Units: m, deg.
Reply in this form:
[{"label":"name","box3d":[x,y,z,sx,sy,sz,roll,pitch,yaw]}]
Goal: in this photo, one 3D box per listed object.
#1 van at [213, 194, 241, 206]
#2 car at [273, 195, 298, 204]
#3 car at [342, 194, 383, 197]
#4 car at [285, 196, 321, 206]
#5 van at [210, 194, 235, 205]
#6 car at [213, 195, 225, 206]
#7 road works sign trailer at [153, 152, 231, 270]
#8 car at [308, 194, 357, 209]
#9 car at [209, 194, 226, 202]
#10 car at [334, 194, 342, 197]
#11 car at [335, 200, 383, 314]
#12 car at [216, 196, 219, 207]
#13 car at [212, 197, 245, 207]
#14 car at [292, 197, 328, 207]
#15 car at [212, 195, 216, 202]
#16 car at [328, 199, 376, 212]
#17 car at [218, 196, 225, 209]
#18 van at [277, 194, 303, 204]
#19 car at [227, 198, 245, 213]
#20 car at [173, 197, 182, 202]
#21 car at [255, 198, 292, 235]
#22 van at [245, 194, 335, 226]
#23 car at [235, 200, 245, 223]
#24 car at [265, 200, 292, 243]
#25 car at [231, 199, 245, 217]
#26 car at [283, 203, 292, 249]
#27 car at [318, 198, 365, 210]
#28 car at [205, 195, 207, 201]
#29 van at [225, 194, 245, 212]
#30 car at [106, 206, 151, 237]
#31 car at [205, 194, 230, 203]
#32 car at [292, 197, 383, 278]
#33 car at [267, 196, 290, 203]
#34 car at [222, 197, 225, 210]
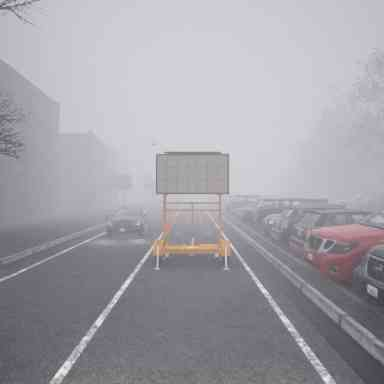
[{"label":"van","box3d":[5.843,1.315,55.782,4.442,1.987,1.878,0,0,0]},{"label":"car","box3d":[18.792,1.459,67.006,4.553,1.767,2.185,0,0,0]},{"label":"car","box3d":[18.758,1.241,33.712,5.566,2.045,2.435,0,0,0]},{"label":"car","box3d":[18.621,1.540,55.868,5.366,1.575,1.946,0,0,0]},{"label":"van","box3d":[5.617,1.335,61.389,4.442,1.987,1.878,0,0,0]},{"label":"car","box3d":[5.687,1.534,44.569,4.792,1.488,2.163,0,0,0]},{"label":"road works sign trailer","box3d":[0.016,0.473,11.049,2.380,3.560,2.880,0,0,1]},{"label":"car","box3d":[18.768,1.254,44.729,5.566,2.045,2.435,0,0,0]},{"label":"car","box3d":[5.750,1.270,50.175,5.566,2.045,2.435,0,0,0]},{"label":"car","box3d":[18.760,1.241,36.374,5.566,2.045,2.435,0,0,0]},{"label":"car","box3d":[5.654,1.232,5.325,5.566,2.045,2.435,0,0,0]},{"label":"car","box3d":[5.706,1.493,38.961,5.008,1.535,2.097,0,0,0]},{"label":"car","box3d":[5.718,1.531,52.978,5.008,1.535,2.097,0,0,0]},{"label":"car","box3d":[18.798,1.533,53.082,5.008,1.535,2.097,0,0,0]},{"label":"car","box3d":[5.714,1.513,47.367,4.892,1.521,2.231,0,0,0]},{"label":"car","box3d":[18.789,1.535,39.281,4.674,1.452,2.002,0,0,0]},{"label":"car","box3d":[5.895,1.489,36.161,5.366,1.575,1.946,0,0,0]},{"label":"van","box3d":[18.934,1.346,64.226,4.442,1.987,1.878,0,0,0]},{"label":"car","box3d":[5.673,1.519,27.751,4.792,1.488,2.163,0,0,0]},{"label":"car","box3d":[-3.087,1.745,73.297,1.895,1.301,4.718,0,0,0]},{"label":"car","box3d":[5.724,1.360,16.538,4.553,1.767,2.185,0,0,0]},{"label":"van","box3d":[5.578,1.261,19.342,4.442,1.987,1.878,0,0,0]},{"label":"car","box3d":[5.692,1.487,22.145,5.008,1.535,2.097,0,0,0]},{"label":"car","box3d":[5.659,1.360,13.735,4.553,1.767,2.185,0,0,0]},{"label":"car","box3d":[5.670,1.518,24.948,4.792,1.488,2.163,0,0,0]},{"label":"car","box3d":[5.656,1.359,10.932,4.553,1.767,2.185,0,0,0]},{"label":"car","box3d":[18.788,1.500,41.942,5.008,1.535,2.097,0,0,0]},{"label":"car","box3d":[5.772,1.333,66.994,5.566,2.045,2.435,0,0,0]},{"label":"van","box3d":[5.588,1.264,30.555,4.442,1.987,1.878,0,0,0]},{"label":"car","box3d":[-3.310,1.537,18.127,1.812,1.442,4.674,0,0,0]},{"label":"car","box3d":[5.792,1.387,75.404,5.566,2.045,2.435,0,0,0]},{"label":"car","box3d":[5.657,1.232,8.129,5.566,2.045,2.435,0,0,0]},{"label":"car","box3d":[18.838,1.657,72.574,4.674,1.452,2.002,0,0,0]},{"label":"car","box3d":[5.736,1.520,33.358,4.792,1.488,2.163,0,0,0]}]
